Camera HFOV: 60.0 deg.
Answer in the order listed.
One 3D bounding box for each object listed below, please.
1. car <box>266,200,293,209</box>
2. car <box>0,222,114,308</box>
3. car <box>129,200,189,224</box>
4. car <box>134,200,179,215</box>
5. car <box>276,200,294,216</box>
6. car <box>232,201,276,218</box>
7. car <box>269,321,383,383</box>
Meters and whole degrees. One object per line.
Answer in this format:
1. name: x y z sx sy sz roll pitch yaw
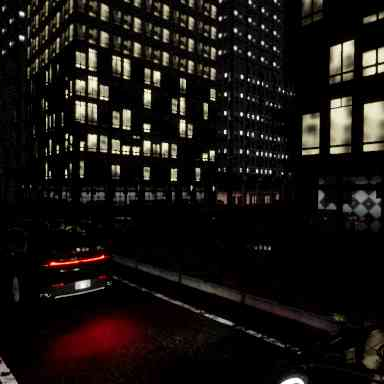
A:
1. car: 13.494 1.882 51.129 4.313 1.339 1.947 1 0 -40
2. car: -3.660 1.501 8.107 1.837 1.490 4.892 0 0 -41
3. car: -2.580 1.524 26.504 5.009 1.841 2.192 1 0 -40
4. car: -3.834 1.648 36.431 4.829 1.417 1.752 1 0 -40
5. car: 10.320 1.937 37.450 4.206 1.307 1.802 1 0 -40
6. car: 6.149 1.833 33.911 4.829 1.417 1.752 1 0 -40
7. car: 2.431 1.352 1.322 2.097 1.767 4.553 0 0 -41
